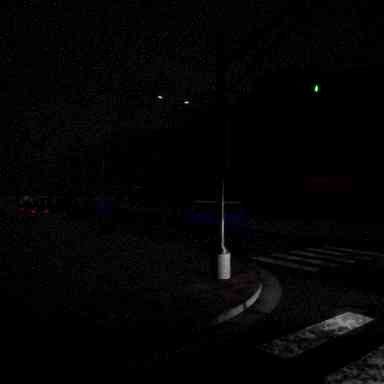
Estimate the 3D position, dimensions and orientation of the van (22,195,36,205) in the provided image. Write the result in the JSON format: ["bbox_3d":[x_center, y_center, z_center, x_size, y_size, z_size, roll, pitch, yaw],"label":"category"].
[{"bbox_3d":[-30.867,1.546,62.953,1.690,1.788,3.998,0,0,-36],"label":"van"}]

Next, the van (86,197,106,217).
[{"bbox_3d":[-8.391,1.422,31.908,1.690,1.788,3.998,0,0,-36],"label":"van"}]

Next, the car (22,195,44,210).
[{"bbox_3d":[-21.244,1.490,45.335,2.097,1.767,4.553,0,0,-36],"label":"car"}]

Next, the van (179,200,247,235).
[{"bbox_3d":[1.242,1.374,18.603,1.690,1.788,3.998,0,0,-36],"label":"van"}]

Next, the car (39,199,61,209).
[{"bbox_3d":[-21.234,1.703,49.648,2.008,1.369,4.403,0,0,-36],"label":"car"}]

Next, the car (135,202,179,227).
[{"bbox_3d":[-1.969,1.488,23.038,1.967,1.590,4.097,0,0,-36],"label":"car"}]

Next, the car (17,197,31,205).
[{"bbox_3d":[-34.177,1.749,67.526,1.752,1.417,4.829,0,0,-36],"label":"car"}]

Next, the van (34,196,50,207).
[{"bbox_3d":[-24.446,1.511,54.083,1.690,1.788,3.998,0,0,-36],"label":"van"}]

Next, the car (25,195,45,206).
[{"bbox_3d":[-27.657,1.502,58.518,2.192,1.841,5.009,0,0,-36],"label":"car"}]

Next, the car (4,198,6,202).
[{"bbox_3d":[-43.810,1.802,80.832,1.752,1.417,4.829,0,0,-36],"label":"car"}]

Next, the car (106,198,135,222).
[{"bbox_3d":[-5.180,1.504,27.473,1.967,1.590,4.097,0,0,-36],"label":"car"}]

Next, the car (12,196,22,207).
[{"bbox_3d":[-27.108,1.772,53.431,1.895,1.301,4.718,0,0,-36],"label":"car"}]

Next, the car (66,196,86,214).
[{"bbox_3d":[-11.602,1.413,36.340,2.192,1.841,5.009,0,0,-36],"label":"car"}]

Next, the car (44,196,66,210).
[{"bbox_3d":[-18.024,1.449,45.213,2.192,1.841,5.009,0,0,-36],"label":"car"}]

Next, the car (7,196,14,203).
[{"bbox_3d":[-40.500,1.698,76.259,1.967,1.590,4.097,0,0,-36],"label":"car"}]
